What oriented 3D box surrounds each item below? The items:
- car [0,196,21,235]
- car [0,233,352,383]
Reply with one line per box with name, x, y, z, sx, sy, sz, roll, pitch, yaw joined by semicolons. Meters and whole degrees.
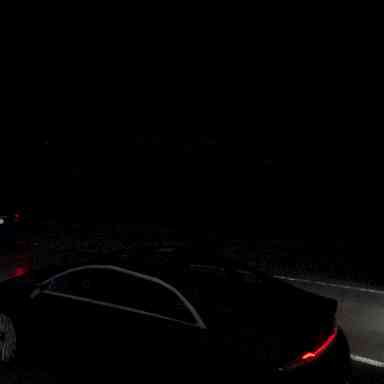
car;-9.342;1.157;13.248;5.566;2.045;2.150;0;0;27
car;-0.703;1.474;4.207;4.902;1.511;2.128;0;0;33
